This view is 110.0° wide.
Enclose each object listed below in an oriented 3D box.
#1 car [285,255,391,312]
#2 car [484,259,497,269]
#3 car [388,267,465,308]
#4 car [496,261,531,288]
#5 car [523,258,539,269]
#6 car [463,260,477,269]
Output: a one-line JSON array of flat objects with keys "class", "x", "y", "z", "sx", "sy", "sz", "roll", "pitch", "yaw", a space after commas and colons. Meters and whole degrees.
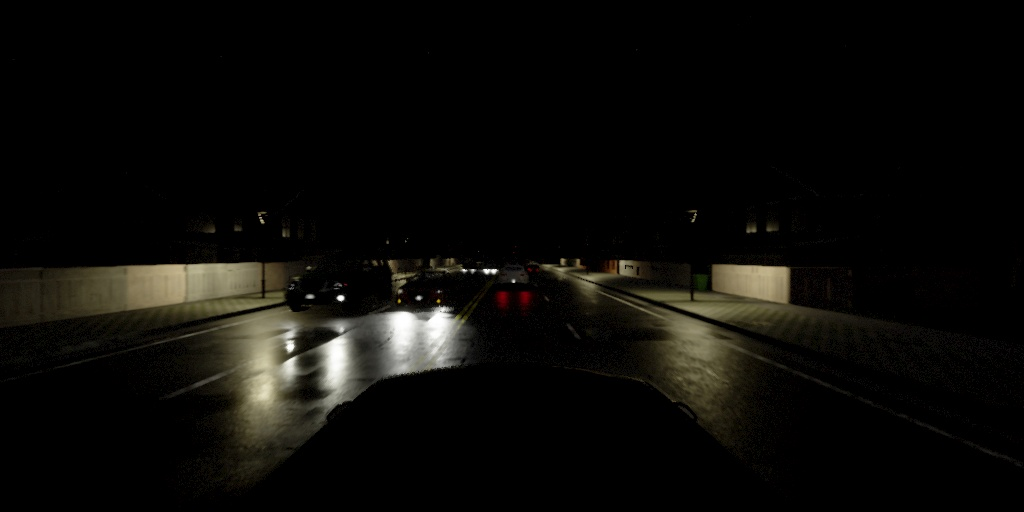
[{"class": "car", "x": -6.599, "y": 0.970, "z": 14.479, "sx": 2.150, "sy": 2.045, "sz": 5.566, "roll": 0, "pitch": 0, "yaw": 0}, {"class": "car", "x": -3.302, "y": 1.287, "z": 56.667, "sx": 2.128, "sy": 1.511, "sz": 4.902, "roll": 0, "pitch": 0, "yaw": 1}, {"class": "car", "x": -3.350, "y": 1.313, "z": 14.890, "sx": 1.994, "sy": 1.385, "sz": 4.181, "roll": 0, "pitch": 0, "yaw": 0}, {"class": "car", "x": 0.098, "y": 1.277, "z": 23.716, "sx": 1.812, "sy": 1.442, "sz": 4.674, "roll": 0, "pitch": 0, "yaw": 0}, {"class": "car", "x": 3.346, "y": 1.405, "z": 59.680, "sx": 1.895, "sy": 1.301, "sz": 4.718, "roll": 0, "pitch": 0, "yaw": 0}, {"class": "car", "x": -6.546, "y": 1.343, "z": 56.334, "sx": 2.033, "sy": 1.411, "sz": 5.357, "roll": 0, "pitch": 0, "yaw": 1}]
